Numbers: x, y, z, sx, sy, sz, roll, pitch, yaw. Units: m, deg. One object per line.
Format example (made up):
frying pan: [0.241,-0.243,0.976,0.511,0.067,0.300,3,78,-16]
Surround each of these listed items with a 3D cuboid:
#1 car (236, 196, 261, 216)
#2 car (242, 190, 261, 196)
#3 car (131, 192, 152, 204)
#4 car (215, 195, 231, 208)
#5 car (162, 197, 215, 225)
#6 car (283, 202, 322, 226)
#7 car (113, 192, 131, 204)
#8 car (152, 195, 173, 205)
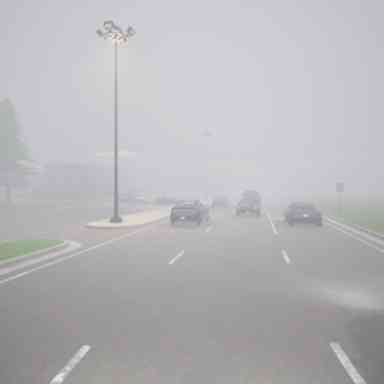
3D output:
car: [4.830,1.292,28.351,1.895,1.301,4.718,0,1,11]
car: [7.387,0.775,41.257,2.150,2.045,5.566,0,1,11]
car: [-6.719,1.003,48.028,1.812,1.442,4.674,0,0,12]
car: [3.486,1.117,39.603,2.033,1.411,5.357,0,1,11]
car: [-0.063,1.256,21.553,2.128,1.511,4.902,0,1,11]
car: [7.051,1.330,21.455,1.994,1.385,4.181,0,1,11]
car: [-9.956,0.811,49.658,2.097,1.767,4.553,0,1,12]
car: [-3.592,1.102,45.860,1.895,1.301,4.718,0,1,12]
